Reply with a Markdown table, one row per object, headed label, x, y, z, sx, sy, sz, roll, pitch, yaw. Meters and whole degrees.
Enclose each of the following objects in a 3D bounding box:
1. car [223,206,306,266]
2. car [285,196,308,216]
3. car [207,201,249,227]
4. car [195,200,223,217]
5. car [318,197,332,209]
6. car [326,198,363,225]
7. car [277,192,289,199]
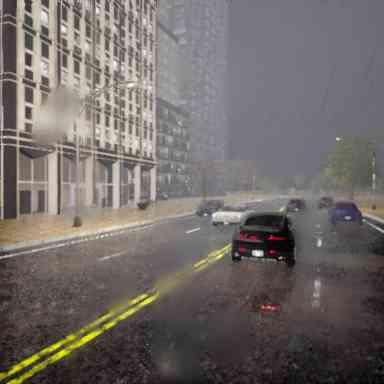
| label | x | y | z | sx | sy | sz | roll | pitch | yaw |
| --- | --- | --- | --- | --- | --- | --- | --- | --- | --- |
| car | 2.712 | 1.429 | 11.424 | 1.837 | 1.490 | 4.892 | 0 | 0 | 22 |
| car | 9.705 | 1.336 | 30.676 | 1.812 | 1.442 | 4.674 | 0 | 0 | 18 |
| car | 2.712 | 1.462 | 21.085 | 1.895 | 1.301 | 4.718 | 0 | 0 | 20 |
| car | 1.928 | 1.361 | 28.541 | 2.033 | 1.411 | 5.357 | 0 | 0 | 19 |
| car | 16.343 | 1.286 | 40.316 | 1.812 | 1.442 | 4.674 | 0 | 0 | 19 |
| car | 10.360 | 1.388 | 22.602 | 1.812 | 1.442 | 4.674 | 0 | 1 | 20 |
| car | 16.463 | 0.822 | 59.875 | 1.812 | 1.442 | 4.674 | 0 | 0 | 22 |
